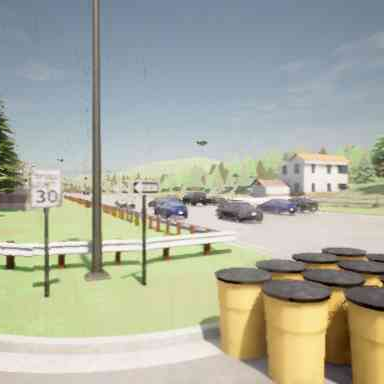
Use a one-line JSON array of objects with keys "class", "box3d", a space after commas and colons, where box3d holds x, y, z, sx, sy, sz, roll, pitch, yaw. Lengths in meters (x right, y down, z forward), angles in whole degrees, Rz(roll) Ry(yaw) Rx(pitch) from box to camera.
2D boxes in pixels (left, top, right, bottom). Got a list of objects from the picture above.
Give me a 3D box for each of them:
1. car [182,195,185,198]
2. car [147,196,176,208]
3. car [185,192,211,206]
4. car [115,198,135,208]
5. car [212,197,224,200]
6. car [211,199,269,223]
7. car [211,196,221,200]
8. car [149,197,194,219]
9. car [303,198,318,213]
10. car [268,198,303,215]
[{"class": "car", "box3d": [-3.160, 1.331, 48.312, 1.837, 1.490, 4.892, 0, 0, -24]}, {"class": "car", "box3d": [-4.105, 1.401, 41.761, 2.033, 1.411, 5.357, 0, 0, -24]}, {"class": "car", "box3d": [0.258, 1.033, 49.232, 2.150, 2.045, 5.566, 0, 0, -24]}, {"class": "car", "box3d": [-8.999, 1.460, 44.204, 1.895, 1.301, 4.718, 0, 0, -24]}, {"class": "car", "box3d": [3.994, 1.429, 32.031, 1.994, 1.385, 4.181, 0, 0, -24]}, {"class": "car", "box3d": [3.437, 1.459, 24.598, 1.994, 1.385, 4.181, 0, 0, -24]}, {"class": "car", "box3d": [3.294, 1.288, 51.029, 2.128, 1.511, 4.902, 0, 0, -24]}, {"class": "car", "box3d": [-1.810, 1.425, 27.838, 1.812, 1.442, 4.674, 0, 0, -24]}, {"class": "car", "box3d": [10.718, 1.342, 34.129, 1.837, 1.490, 4.892, 0, 0, -24]}, {"class": "car", "box3d": [7.958, 1.380, 31.708, 1.812, 1.442, 4.674, 0, 0, -24]}]
